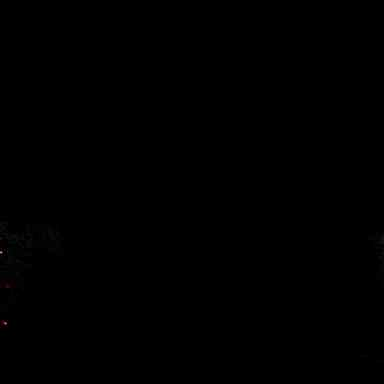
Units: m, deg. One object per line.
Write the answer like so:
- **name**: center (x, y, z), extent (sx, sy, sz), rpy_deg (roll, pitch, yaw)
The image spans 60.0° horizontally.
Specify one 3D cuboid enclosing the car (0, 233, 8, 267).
- **car**: center (-7.269, 1.459, 9.817), extent (4.902, 1.511, 2.128), rpy_deg (0, 0, 38)
